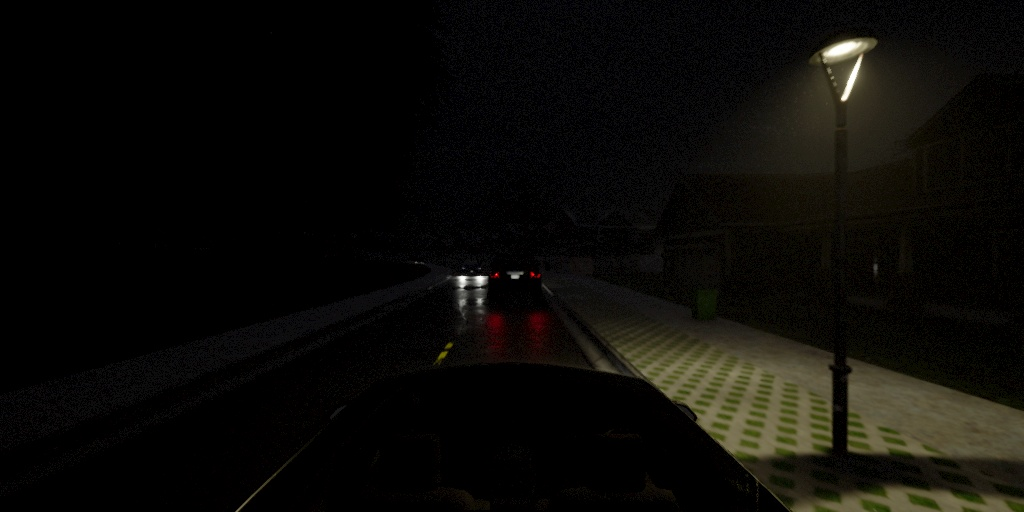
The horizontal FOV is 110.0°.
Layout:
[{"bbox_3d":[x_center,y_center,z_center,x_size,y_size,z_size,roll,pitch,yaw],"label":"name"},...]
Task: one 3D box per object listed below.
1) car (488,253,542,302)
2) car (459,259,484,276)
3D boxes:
[{"bbox_3d":[0.116,0.864,16.350,2.150,2.045,5.566,0,0,0],"label":"car"},{"bbox_3d":[-3.725,1.008,32.391,1.812,1.442,4.674,0,1,-9],"label":"car"}]
